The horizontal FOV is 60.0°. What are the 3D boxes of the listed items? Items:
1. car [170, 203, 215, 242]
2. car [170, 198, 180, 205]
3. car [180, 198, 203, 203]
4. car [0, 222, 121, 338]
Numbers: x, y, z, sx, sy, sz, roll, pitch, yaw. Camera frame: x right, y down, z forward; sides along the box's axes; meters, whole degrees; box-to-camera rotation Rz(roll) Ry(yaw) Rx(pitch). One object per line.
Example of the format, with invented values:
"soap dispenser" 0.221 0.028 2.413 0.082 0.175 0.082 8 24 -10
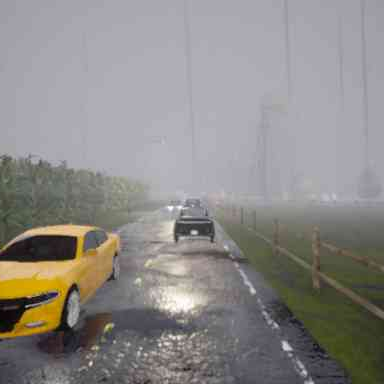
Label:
"car" 0.101 1.497 16.490 2.128 1.511 4.902 0 0 0
"car" -2.754 1.647 56.416 1.895 1.301 4.718 0 0 0
"car" 0.103 1.370 34.316 2.097 1.767 4.553 0 0 0
"car" -2.850 1.480 7.027 1.882 1.535 5.008 0 0 0
